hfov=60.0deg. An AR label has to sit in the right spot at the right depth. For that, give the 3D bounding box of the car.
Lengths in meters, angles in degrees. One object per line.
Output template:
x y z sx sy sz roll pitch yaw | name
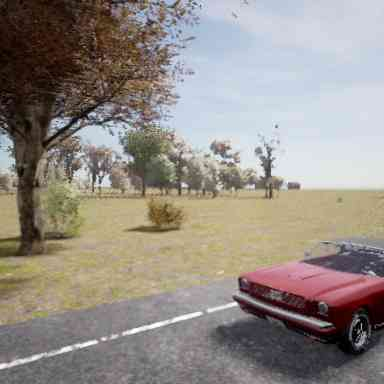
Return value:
3.020 1.578 6.144 4.718 1.301 1.895 0 0 -35 | car
